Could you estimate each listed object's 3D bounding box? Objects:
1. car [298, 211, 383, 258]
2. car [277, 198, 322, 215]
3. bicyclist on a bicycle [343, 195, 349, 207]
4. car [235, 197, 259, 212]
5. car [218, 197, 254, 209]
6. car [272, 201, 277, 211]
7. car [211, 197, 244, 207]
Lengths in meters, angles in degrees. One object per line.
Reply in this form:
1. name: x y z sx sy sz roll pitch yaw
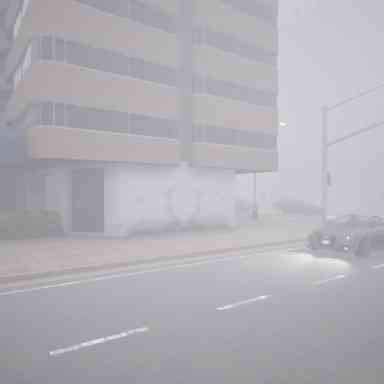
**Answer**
1. car: 6.303 1.564 12.776 4.181 1.385 1.994 0 0 -35
2. car: 10.847 1.564 32.549 1.994 1.385 4.181 0 0 -36
3. bicyclist on a bicycle: 22.058 1.301 47.707 1.656 1.620 0.582 0 0 -36
4. car: 5.921 1.564 39.341 1.994 1.385 4.181 0 0 -35
5. car: 5.911 1.491 45.307 2.128 1.511 4.902 0 0 -36
6. car: 11.441 1.478 37.687 1.882 1.535 5.008 0 0 -36
7. car: 5.454 1.547 52.211 2.033 1.411 5.357 0 0 -36
